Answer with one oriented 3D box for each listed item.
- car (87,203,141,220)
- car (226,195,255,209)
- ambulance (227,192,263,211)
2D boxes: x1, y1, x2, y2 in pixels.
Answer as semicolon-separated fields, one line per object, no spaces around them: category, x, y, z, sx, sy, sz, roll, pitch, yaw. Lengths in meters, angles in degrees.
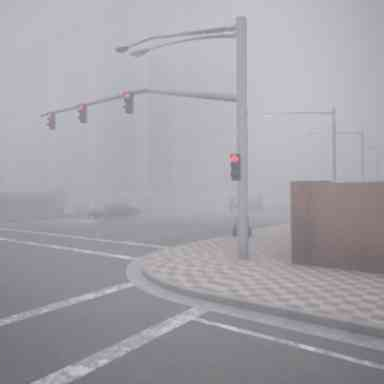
car;-7.223;1.796;31.485;2.033;1.411;5.357;-1;0;36
car;7.665;1.470;52.018;2.150;2.045;5.566;-1;-1;36
ambulance;7.360;1.239;45.553;2.351;2.431;6.366;-1;0;36
